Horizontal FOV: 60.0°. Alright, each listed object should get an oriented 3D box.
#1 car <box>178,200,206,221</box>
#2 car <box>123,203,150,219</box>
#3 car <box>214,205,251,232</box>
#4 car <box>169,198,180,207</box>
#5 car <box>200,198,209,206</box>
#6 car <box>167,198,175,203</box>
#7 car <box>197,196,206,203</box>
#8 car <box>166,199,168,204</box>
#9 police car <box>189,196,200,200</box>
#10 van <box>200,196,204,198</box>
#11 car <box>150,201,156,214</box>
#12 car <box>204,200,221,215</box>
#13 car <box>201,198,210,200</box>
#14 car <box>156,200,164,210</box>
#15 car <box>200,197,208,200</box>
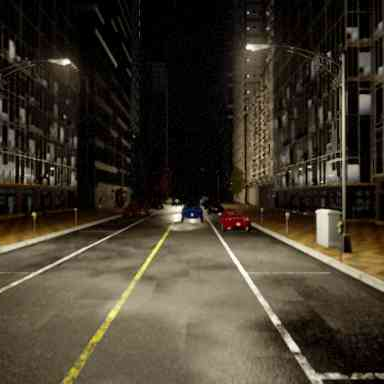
[{"bbox_3d":[0.047,1.769,30.058,1.882,1.535,5.008,0,-1,1],"label":"car"},{"bbox_3d":[-5.682,1.862,32.990,1.887,1.381,4.507,0,-1,0],"label":"car"},{"bbox_3d":[2.696,1.757,21.597,1.887,1.381,4.507,0,-1,0],"label":"car"},{"bbox_3d":[-2.997,2.161,65.946,1.994,1.385,4.181,0,0,0],"label":"car"},{"bbox_3d":[2.708,2.101,72.827,1.967,1.590,4.097,0,0,0],"label":"car"},{"bbox_3d":[-5.669,2.348,89.915,2.008,1.369,4.403,0,0,0],"label":"car"},{"bbox_3d":[2.714,2.156,95.596,2.192,1.841,5.009,0,0,0],"label":"car"},{"bbox_3d":[-5.677,2.084,55.759,1.947,1.339,4.313,0,0,0],"label":"car"},{"bbox_3d":[0.015,1.957,57.309,1.930,1.638,5.238,0,-1,0],"label":"police car"},{"bbox_3d":[2.707,1.955,67.137,1.690,1.788,3.998,0,0,0],"label":"van"},{"bbox_3d":[-5.681,1.950,38.683,1.802,1.307,4.206,0,-1,0],"label":"car"},{"bbox_3d":[2.700,1.934,38.673,1.947,1.339,4.313,0,-1,0],"label":"car"},{"bbox_3d":[2.703,2.034,50.057,1.947,1.339,4.313,0,0,0],"label":"car"},{"bbox_3d":[-5.678,2.013,50.067,1.887,1.381,4.507,0,-1,0],"label":"car"},{"bbox_3d":[2.705,2.132,61.441,1.947,1.339,4.313,0,0,0],"label":"car"}]
